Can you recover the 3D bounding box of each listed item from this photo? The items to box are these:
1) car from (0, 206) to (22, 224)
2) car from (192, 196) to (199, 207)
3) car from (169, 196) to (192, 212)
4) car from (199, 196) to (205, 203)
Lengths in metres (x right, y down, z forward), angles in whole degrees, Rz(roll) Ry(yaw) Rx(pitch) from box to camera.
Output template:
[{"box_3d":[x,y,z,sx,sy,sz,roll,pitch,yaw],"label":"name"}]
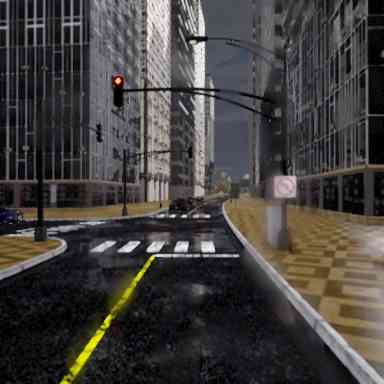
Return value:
[{"box_3d":[-15.895,1.795,25.359,4.674,1.442,1.812,-1,0,10],"label":"car"},{"box_3d":[-0.390,1.449,50.613,1.837,1.490,4.892,0,2,6],"label":"car"},{"box_3d":[-1.489,1.447,38.675,1.882,1.535,5.008,0,0,5],"label":"car"},{"box_3d":[1.481,1.478,65.934,1.994,1.385,4.181,0,0,8],"label":"car"}]
